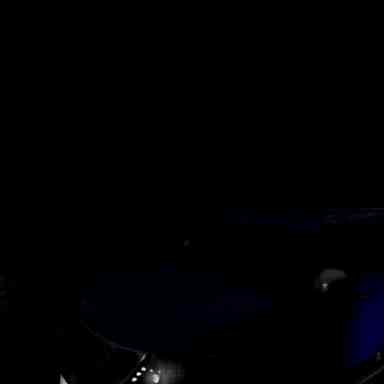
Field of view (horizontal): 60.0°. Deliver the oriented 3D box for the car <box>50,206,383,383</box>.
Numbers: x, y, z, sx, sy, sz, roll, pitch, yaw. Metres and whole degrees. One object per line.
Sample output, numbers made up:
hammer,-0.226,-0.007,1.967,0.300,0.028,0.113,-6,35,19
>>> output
car,1.241,1.239,4.265,5.566,2.045,2.150,0,0,-36
